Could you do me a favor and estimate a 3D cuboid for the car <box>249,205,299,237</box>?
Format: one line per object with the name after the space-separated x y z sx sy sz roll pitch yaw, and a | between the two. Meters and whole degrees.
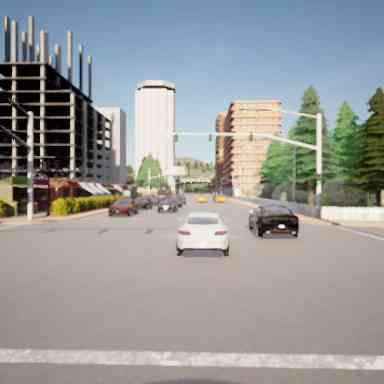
4.152 1.399 17.485 1.882 1.535 5.008 0 0 2 | car

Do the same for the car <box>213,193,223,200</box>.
5.557 0.983 71.928 1.882 1.535 5.008 0 0 1 | car

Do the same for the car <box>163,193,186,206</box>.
-2.248 1.294 44.036 2.128 1.511 4.902 0 0 2 | car

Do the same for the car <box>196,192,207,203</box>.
1.806 1.199 62.293 1.882 1.535 5.008 0 0 1 | car

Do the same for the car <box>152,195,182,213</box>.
-2.502 1.335 34.908 2.128 1.511 4.902 0 0 2 | car

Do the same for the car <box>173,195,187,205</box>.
-1.901 1.304 54.480 2.033 1.411 5.357 0 0 2 | car

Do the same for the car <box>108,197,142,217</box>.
-6.131 1.342 30.169 1.882 1.535 5.008 0 0 1 | car

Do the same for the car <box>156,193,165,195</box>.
-5.573 1.325 49.675 2.033 1.411 5.357 0 0 2 | car

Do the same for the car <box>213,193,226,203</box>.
5.309 1.199 62.359 1.882 1.535 5.008 0 0 1 | car

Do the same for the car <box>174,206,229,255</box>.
0.438 1.468 12.871 1.812 1.442 4.674 0 0 3 | car

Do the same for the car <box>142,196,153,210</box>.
-5.878 1.301 39.515 1.882 1.535 5.008 0 0 2 | car
